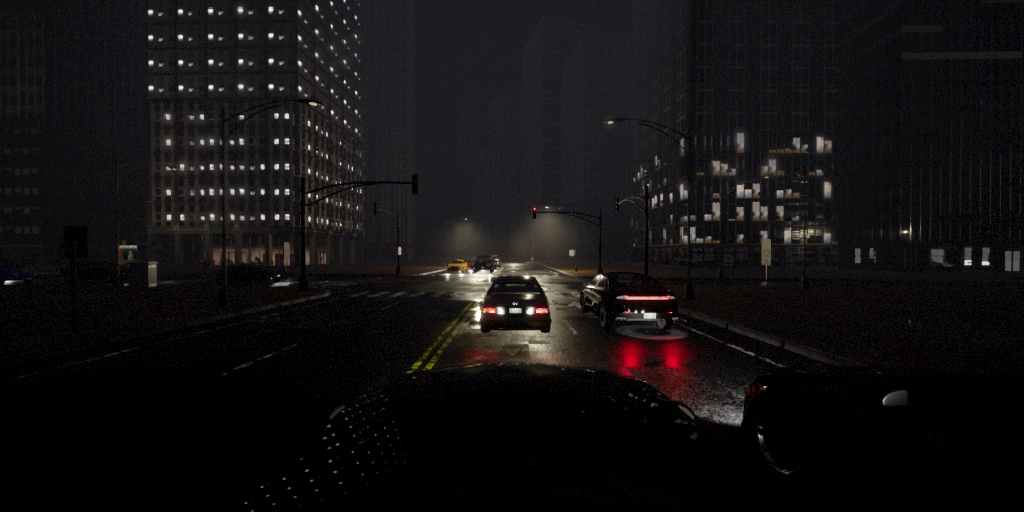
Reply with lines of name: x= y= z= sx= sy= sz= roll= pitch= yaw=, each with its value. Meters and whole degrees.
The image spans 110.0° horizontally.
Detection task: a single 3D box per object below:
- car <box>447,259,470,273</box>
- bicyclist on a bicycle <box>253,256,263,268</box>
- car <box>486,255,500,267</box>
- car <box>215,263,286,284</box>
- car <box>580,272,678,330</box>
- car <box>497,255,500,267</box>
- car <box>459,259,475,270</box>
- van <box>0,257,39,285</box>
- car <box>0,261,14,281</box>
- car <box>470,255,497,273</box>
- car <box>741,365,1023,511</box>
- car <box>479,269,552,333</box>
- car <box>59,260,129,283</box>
car: x=-6.540 y=1.193 z=43.248 sx=1.882 sy=1.535 sz=5.008 roll=0 pitch=0 yaw=0
bicyclist on a bicycle: x=-24.659 y=0.867 z=34.749 sx=0.582 sy=1.620 sz=1.656 roll=0 pitch=1 yaw=1
car: x=-3.253 y=0.896 z=63.106 sx=2.150 sy=2.045 sz=5.566 roll=0 pitch=0 yaw=0
car: x=-18.794 y=1.232 z=25.858 sx=4.181 sy=1.385 sz=1.994 roll=0 pitch=0 yaw=1
car: x=3.359 y=1.238 z=11.125 sx=2.128 sy=1.511 sz=4.902 roll=0 pitch=0 yaw=0
car: x=-3.276 y=1.048 z=52.878 sx=2.097 sy=1.767 sz=4.553 roll=0 pitch=0 yaw=0
car: x=-6.526 y=1.223 z=52.660 sx=1.812 sy=1.442 sz=4.674 roll=0 pitch=0 yaw=0
van: x=-33.905 y=0.959 z=23.672 sx=3.998 sy=1.789 sz=1.690 roll=0 pitch=0 yaw=2
car: x=-40.288 y=1.092 z=26.442 sx=4.674 sy=1.442 sz=1.812 roll=0 pitch=0 yaw=2
car: x=-3.291 y=0.937 z=42.924 sx=2.150 sy=2.045 sz=5.566 roll=0 pitch=0 yaw=0
car: x=3.354 y=1.314 z=1.969 sx=1.994 sy=1.385 sz=4.181 roll=0 pitch=0 yaw=0
car: x=0.111 y=1.294 z=10.713 sx=2.033 sy=1.411 sz=5.357 roll=0 pitch=0 yaw=1
car: x=-29.823 y=1.094 z=26.149 sx=5.008 sy=1.535 sz=1.882 roll=0 pitch=0 yaw=2
